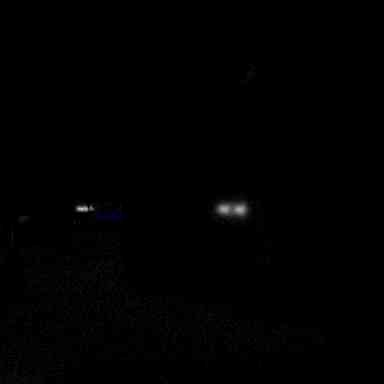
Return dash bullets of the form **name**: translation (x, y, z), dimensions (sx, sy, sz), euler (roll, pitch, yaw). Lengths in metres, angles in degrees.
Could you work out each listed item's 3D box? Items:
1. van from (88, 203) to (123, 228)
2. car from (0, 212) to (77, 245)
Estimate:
- **van**: translation (-5.876, 1.734, 25.109), dimensions (1.690, 1.788, 3.998), euler (-1, -2, 35)
- **car**: translation (-8.237, 1.792, 17.267), dimensions (1.812, 1.442, 4.674), euler (0, -1, 36)
